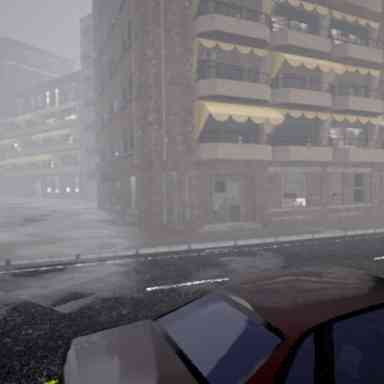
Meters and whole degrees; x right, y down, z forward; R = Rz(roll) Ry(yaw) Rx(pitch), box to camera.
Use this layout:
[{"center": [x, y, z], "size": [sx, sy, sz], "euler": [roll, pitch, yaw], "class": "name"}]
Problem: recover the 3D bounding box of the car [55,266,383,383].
[{"center": [1.465, 1.507, 3.182], "size": [5.357, 1.411, 2.033], "euler": [-1, 0, -23], "class": "car"}]
